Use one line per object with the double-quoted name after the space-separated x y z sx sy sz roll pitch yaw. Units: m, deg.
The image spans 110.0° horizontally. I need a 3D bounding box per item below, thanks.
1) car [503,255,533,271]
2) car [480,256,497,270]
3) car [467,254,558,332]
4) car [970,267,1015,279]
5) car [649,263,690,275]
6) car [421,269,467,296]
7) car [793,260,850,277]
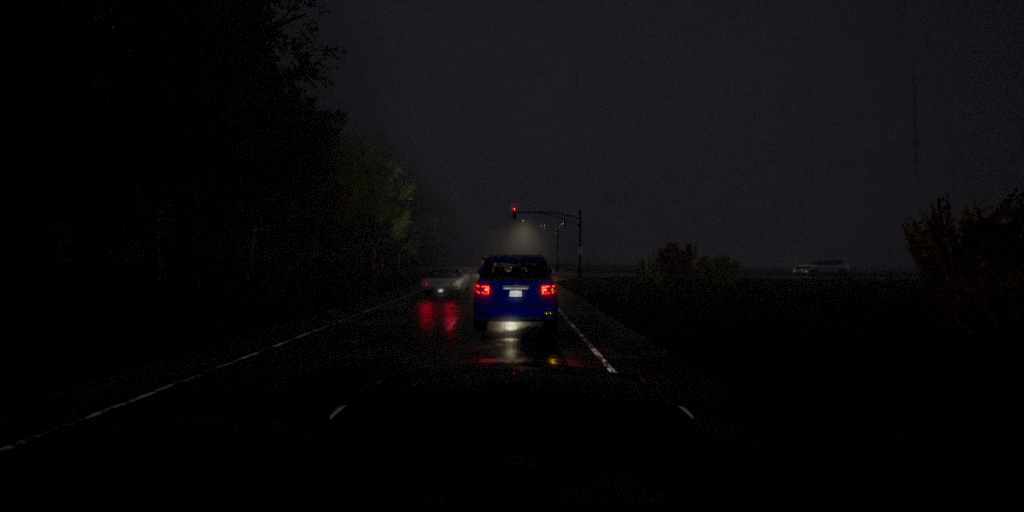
0.791 0.963 50.662 2.150 2.045 5.566 -1 0 -22 "car"
-3.466 0.974 53.736 2.150 2.045 5.566 0 0 0 "car"
0.090 0.973 11.059 2.150 2.045 5.566 0 0 0 "car"
52.069 1.877 38.649 4.181 1.385 1.994 1 -1 1 "car"
18.370 1.509 42.395 4.892 1.490 1.837 1 -1 0 "car"
-3.422 1.353 19.351 1.895 1.301 4.718 0 0 0 "car"
36.521 1.426 42.332 5.566 2.045 2.150 1 -1 0 "car"
